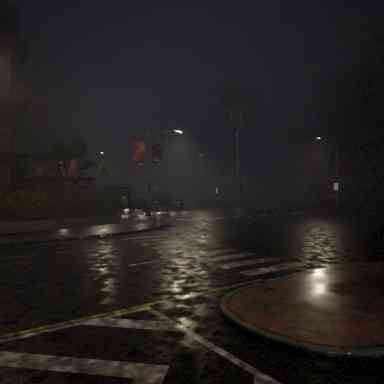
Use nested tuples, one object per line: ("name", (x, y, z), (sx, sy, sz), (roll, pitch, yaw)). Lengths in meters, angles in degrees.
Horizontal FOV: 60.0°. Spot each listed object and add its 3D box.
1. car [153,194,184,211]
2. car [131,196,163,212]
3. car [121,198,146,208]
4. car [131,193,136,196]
("car", (-3.195, 1.221, 41.829), (2.150, 2.045, 5.566), (0, 0, -35))
("car", (-5.641, 1.526, 39.190), (1.812, 1.442, 4.674), (0, 0, -35))
("car", (-8.782, 1.601, 49.841), (1.895, 1.301, 4.718), (0, 0, -34))
("car", (-13.392, 1.220, 68.456), (2.150, 2.045, 5.566), (0, 0, -39))
